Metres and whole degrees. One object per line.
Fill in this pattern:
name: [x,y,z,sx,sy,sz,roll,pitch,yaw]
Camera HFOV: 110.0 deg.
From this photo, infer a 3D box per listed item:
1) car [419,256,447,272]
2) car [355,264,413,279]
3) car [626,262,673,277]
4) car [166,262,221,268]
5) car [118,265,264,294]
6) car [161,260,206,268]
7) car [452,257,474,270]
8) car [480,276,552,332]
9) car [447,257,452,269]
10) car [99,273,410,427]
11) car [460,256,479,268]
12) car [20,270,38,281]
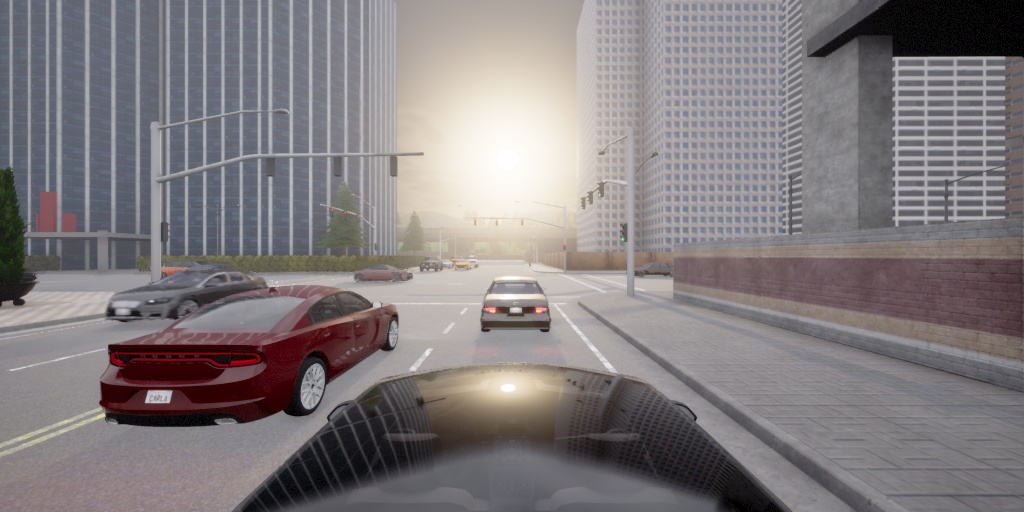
car: [-10.568,0.972,47.397,2.150,2.045,5.566,0,0,0]
car: [-9.761,1.314,27.366,4.181,1.385,1.994,0,0,-1]
car: [13.914,1.297,34.780,5.357,1.411,2.033,0,0,0]
car: [-19.551,1.276,23.730,4.674,1.442,1.812,0,0,0]
car: [-10.539,1.241,12.152,2.128,1.511,4.902,0,0,0]
car: [-23.986,1.101,27.196,4.553,1.767,2.097,0,0,0]
car: [-7.061,1.228,52.003,1.882,1.535,5.008,0,0,0]
car: [0.090,1.297,10.801,2.033,1.411,5.357,0,0,0]
car: [-10.549,1.276,56.936,1.812,1.442,4.674,0,0,0]
car: [-3.440,1.228,5.988,1.882,1.535,5.008,0,0,0]
car: [-7.028,0.972,61.844,2.150,2.045,5.566,0,0,0]
car: [-34.666,1.351,23.630,4.718,1.301,1.895,0,0,0]
